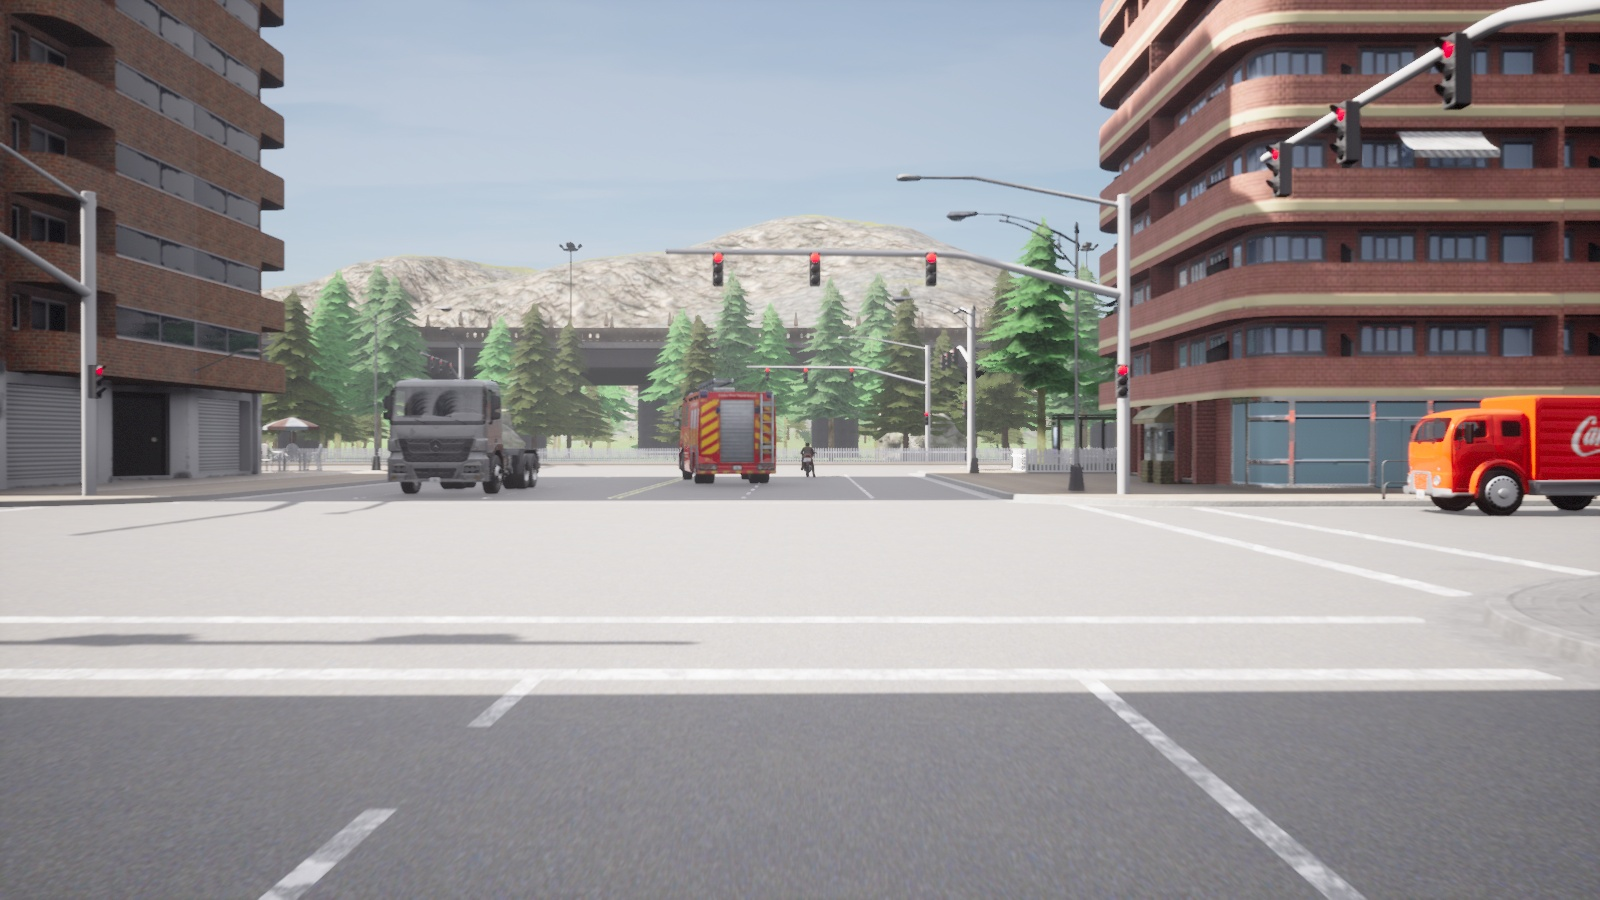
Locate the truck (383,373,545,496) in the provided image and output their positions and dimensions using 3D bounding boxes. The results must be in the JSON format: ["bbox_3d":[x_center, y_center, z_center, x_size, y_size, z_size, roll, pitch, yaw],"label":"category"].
[{"bbox_3d":[-10.258,-0.465,39.257,2.891,3.462,7.936,0,0,0],"label":"truck"}]

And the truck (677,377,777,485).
[{"bbox_3d":[-2.998,-0.695,48.844,2.891,3.827,8.468,0,0,-10],"label":"truck"}]

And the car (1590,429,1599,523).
[{"bbox_3d":[17.252,0.491,22.750,4.553,1.767,2.097,0,0,0],"label":"car"}]

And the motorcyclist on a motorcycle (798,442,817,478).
[{"bbox_3d":[0.329,0.422,54.490,0.797,1.523,2.044,0,0,0],"label":"motorcyclist on a motorcycle"}]

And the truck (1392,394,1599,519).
[{"bbox_3d":[15.604,0.124,26.248,5.204,2.467,2.627,0,0,0],"label":"truck"}]
